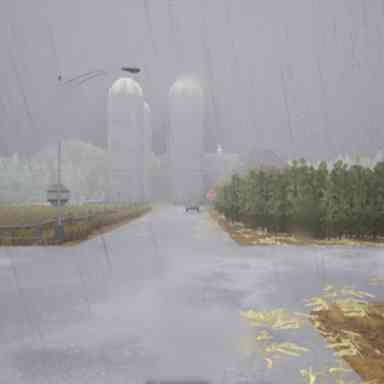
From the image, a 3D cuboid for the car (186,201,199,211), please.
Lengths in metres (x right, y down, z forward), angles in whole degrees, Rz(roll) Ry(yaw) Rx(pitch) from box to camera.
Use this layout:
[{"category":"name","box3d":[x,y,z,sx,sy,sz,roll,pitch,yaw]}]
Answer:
[{"category":"car","box3d":[0.087,1.945,46.569,2.033,1.411,5.357,0,0,0]}]
